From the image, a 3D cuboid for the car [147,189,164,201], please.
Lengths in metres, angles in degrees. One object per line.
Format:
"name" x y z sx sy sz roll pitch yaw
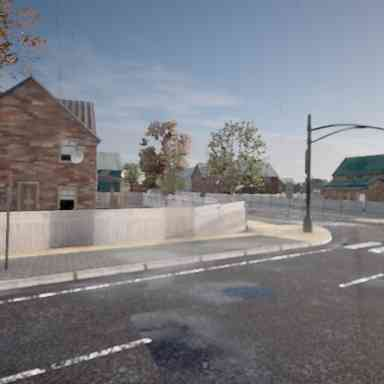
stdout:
"car" -6.788 0.506 61.437 2.150 2.045 5.566 2 0 -21
